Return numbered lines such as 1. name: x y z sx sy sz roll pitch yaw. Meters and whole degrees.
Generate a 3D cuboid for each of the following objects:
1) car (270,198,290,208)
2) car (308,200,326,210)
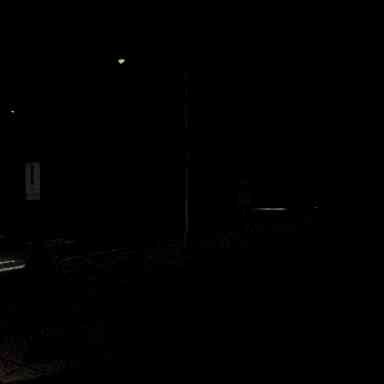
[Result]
1. car: 13.083 1.614 49.095 1.812 1.442 4.674 -1 -1 35
2. car: 16.429 1.616 42.576 1.895 1.301 4.718 -1 -1 35
